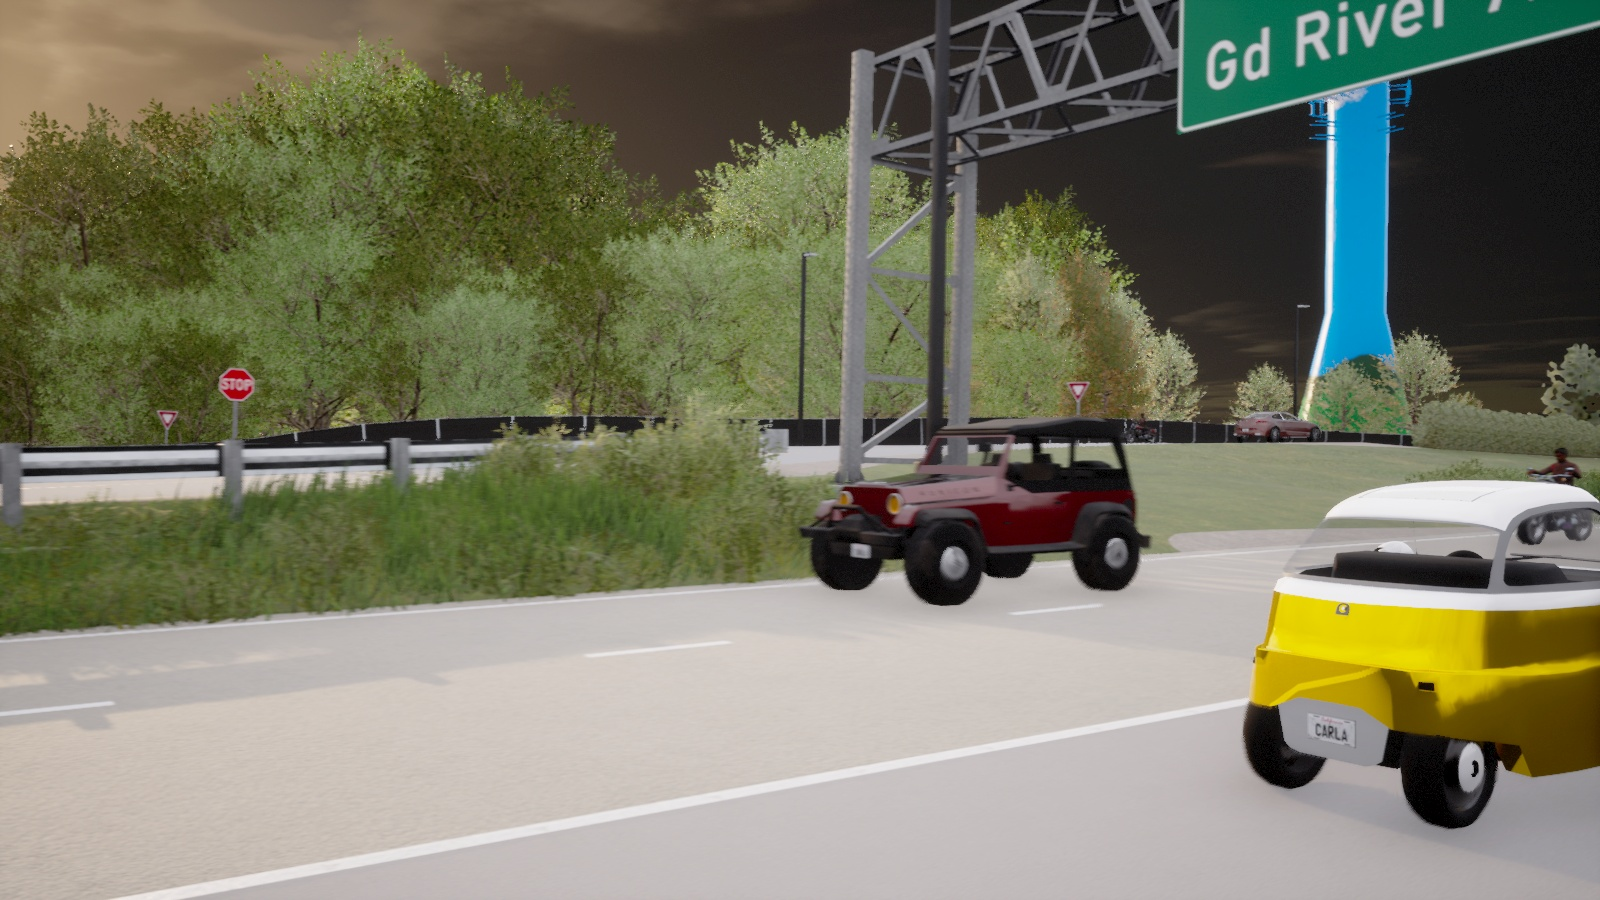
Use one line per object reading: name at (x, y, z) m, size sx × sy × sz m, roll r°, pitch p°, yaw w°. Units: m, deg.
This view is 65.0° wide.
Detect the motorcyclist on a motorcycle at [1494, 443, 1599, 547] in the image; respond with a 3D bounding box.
motorcyclist on a motorcycle at (12.544, 0.709, 20.908) m, size 2.350 × 1.649 × 0.766 m, roll 0°, pitch 0°, yaw -34°

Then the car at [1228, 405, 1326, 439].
car at (24.875, -1.444, 65.448) m, size 5.027 × 1.651 × 2.152 m, roll -1°, pitch 0°, yaw -32°

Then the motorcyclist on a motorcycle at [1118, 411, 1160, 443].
motorcyclist on a motorcycle at (17.505, -1.188, 64.833) m, size 2.350 × 1.649 × 0.766 m, roll -1°, pitch 0°, yaw -34°

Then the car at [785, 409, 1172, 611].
car at (1.979, 0.559, 13.564) m, size 3.866 × 1.878 × 1.905 m, roll 0°, pitch 0°, yaw -35°

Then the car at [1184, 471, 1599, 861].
car at (3.104, 0.808, 5.819) m, size 2.207 × 1.376 × 1.481 m, roll 0°, pitch 0°, yaw -35°
